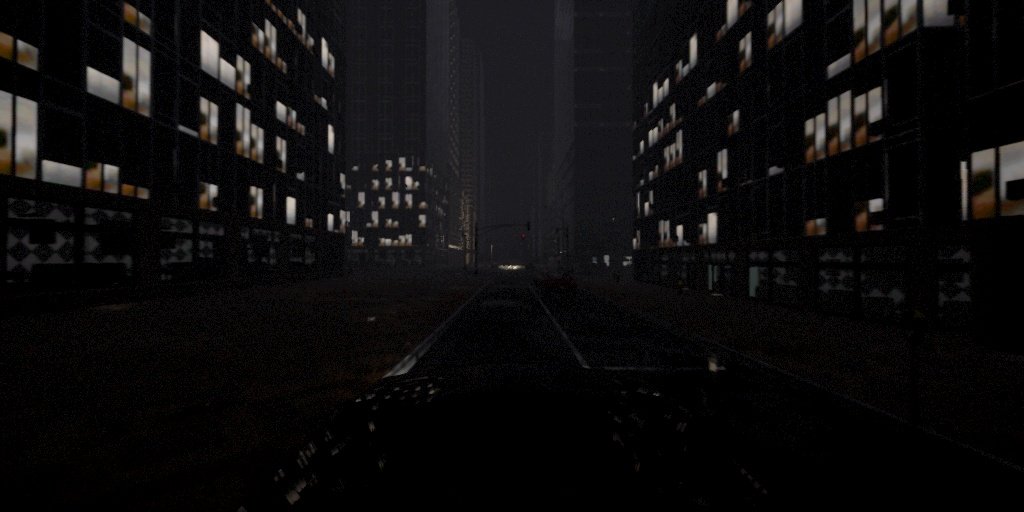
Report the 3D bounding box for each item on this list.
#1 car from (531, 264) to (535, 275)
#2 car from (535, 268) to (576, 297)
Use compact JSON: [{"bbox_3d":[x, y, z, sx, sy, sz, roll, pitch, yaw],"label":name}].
[{"bbox_3d":[2.561,1.549,26.329,1.751,1.417,4.829,0,0,0],"label":"car"},{"bbox_3d":[2.562,1.507,20.608,1.888,1.381,4.507,0,0,0],"label":"car"}]
